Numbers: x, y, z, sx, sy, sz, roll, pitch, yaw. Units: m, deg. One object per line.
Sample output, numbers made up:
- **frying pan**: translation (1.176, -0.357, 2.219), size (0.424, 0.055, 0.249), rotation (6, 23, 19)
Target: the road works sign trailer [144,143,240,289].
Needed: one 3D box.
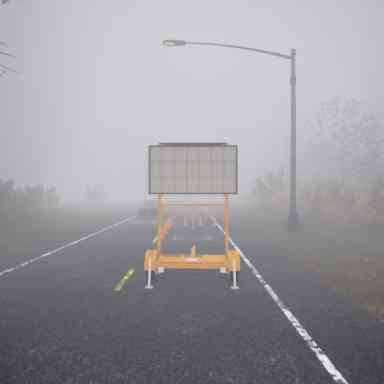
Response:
- **road works sign trailer**: translation (0.031, 0.460, 9.138), size (2.380, 3.560, 2.880), rotation (0, 0, 1)

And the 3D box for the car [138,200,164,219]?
- **car**: translation (-3.571, 1.465, 29.584), size (1.882, 1.535, 5.008), rotation (0, 0, 0)
